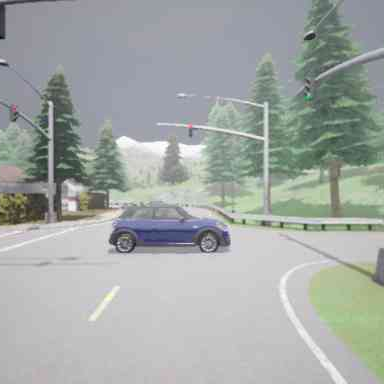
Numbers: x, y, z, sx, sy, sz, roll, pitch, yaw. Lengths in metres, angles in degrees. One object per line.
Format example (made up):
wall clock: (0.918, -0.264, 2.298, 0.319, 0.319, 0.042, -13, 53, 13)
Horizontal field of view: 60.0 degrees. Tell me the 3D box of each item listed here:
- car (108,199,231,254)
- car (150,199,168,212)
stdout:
car: (-0.813, 1.285, 12.905, 4.553, 1.767, 2.097, 0, 0, 0)
car: (-3.861, 1.510, 38.096, 1.994, 1.385, 4.181, 0, 0, -7)
